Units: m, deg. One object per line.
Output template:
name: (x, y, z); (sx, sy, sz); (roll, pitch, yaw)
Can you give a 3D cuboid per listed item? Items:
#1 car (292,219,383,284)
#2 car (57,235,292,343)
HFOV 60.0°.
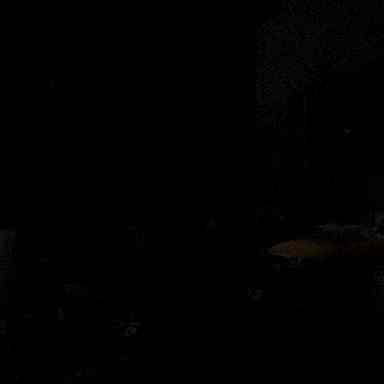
car: (3.992, 1.526, 9.552); (4.829, 1.417, 1.752); (0, 0, -36)
car: (-0.279, 1.566, 6.469); (4.313, 1.339, 1.947); (0, 0, -36)
